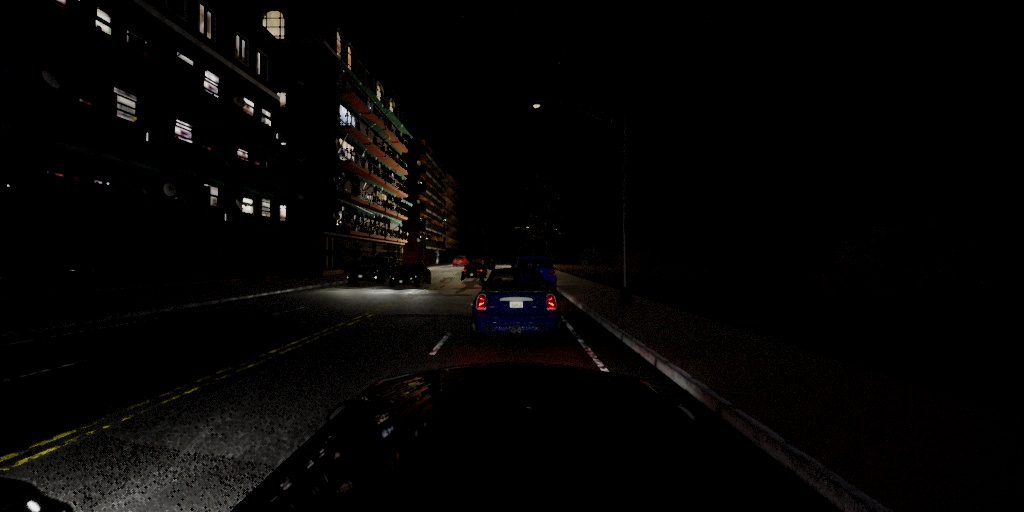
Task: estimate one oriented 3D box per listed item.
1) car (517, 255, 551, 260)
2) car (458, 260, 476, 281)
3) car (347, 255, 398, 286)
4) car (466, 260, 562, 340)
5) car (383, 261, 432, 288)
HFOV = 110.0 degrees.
[{"bbox_3d":[1.137,0.977,19.697,2.150,2.045,5.566,0,0,0],"label":"car"},{"bbox_3d":[-3.149,1.278,30.351,1.812,1.442,4.674,0,0,0],"label":"car"},{"bbox_3d":[-9.849,0.974,26.042,2.150,2.045,5.566,0,0,0],"label":"car"},{"bbox_3d":[0.098,1.103,10.122,2.097,1.767,4.553,0,0,0],"label":"car"},{"bbox_3d":[-6.600,1.257,23.719,1.837,1.490,4.892,0,0,0],"label":"car"}]
